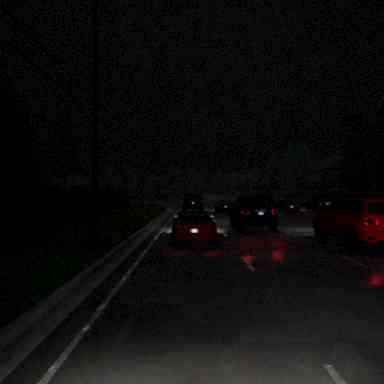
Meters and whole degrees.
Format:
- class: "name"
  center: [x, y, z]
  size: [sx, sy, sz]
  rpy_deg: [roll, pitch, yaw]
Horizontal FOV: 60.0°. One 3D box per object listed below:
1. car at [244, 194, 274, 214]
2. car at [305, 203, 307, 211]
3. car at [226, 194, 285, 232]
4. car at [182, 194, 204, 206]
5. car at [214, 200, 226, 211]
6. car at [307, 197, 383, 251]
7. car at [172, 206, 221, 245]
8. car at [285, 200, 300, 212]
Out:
- class: "car"
  center: [7.093, 1.203, 35.870]
  size: [2.150, 2.045, 5.566]
  rpy_deg: [0, 0, 0]
- class: "car"
  center: [14.093, 1.333, 36.511]
  size: [2.097, 1.767, 4.553]
  rpy_deg: [0, 0, 0]
- class: "car"
  center: [3.584, 1.211, 20.053]
  size: [2.150, 2.045, 5.566]
  rpy_deg: [0, 0, 0]
- class: "car"
  center: [0.093, 1.203, 35.889]
  size: [2.150, 2.045, 5.566]
  rpy_deg: [0, 0, 0]
- class: "car"
  center: [3.594, 1.544, 37.516]
  size: [1.994, 1.385, 4.181]
  rpy_deg: [0, 0, 0]
- class: "car"
  center: [7.098, 1.214, 14.203]
  size: [2.150, 2.045, 5.566]
  rpy_deg: [0, 0, 0]
- class: "car"
  center: [0.097, 1.556, 15.628]
  size: [1.994, 1.385, 4.181]
  rpy_deg: [0, 0, 0]
- class: "car"
  center: [10.594, 1.544, 37.360]
  size: [1.994, 1.385, 4.181]
  rpy_deg: [0, 0, 0]
